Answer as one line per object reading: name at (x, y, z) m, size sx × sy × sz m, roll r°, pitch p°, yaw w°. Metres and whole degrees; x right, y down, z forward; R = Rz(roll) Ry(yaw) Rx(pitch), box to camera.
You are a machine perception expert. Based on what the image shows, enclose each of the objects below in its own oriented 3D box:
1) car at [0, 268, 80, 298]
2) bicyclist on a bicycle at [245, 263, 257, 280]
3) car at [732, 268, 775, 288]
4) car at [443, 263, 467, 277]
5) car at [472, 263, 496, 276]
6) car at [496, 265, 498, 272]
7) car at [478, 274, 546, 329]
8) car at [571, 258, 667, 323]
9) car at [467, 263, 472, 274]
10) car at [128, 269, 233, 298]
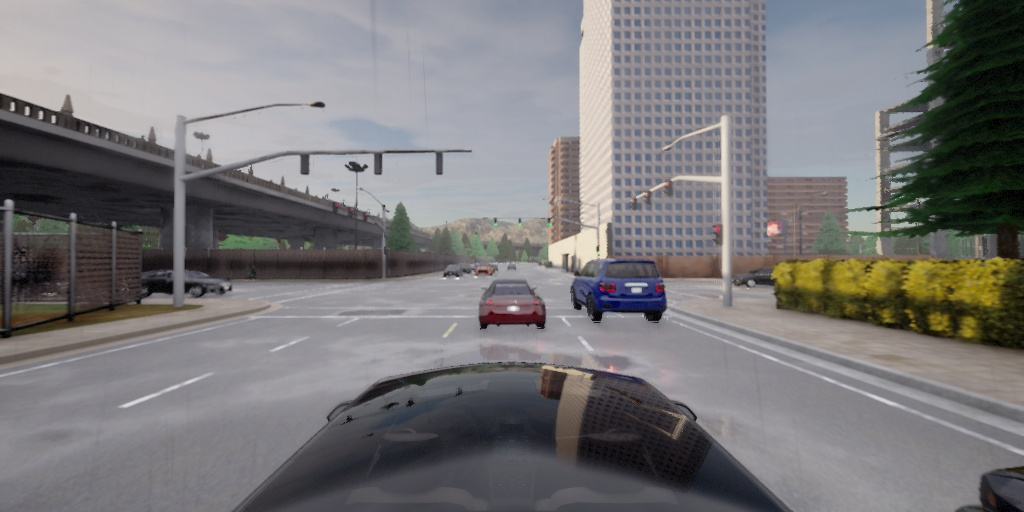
car at (-27.762, 1.536, 20.284) m, size 4.902 × 1.511 × 2.128 m, roll 0°, pitch -1°, yaw 0°
bicyclist on a bicycle at (-25.313, 1.533, 34.774) m, size 0.582 × 1.620 × 1.656 m, roll 0°, pitch 0°, yaw 0°
car at (19.295, 1.647, 27.604) m, size 4.892 × 1.490 × 1.837 m, roll 0°, pitch -1°, yaw 0°
car at (-7.113, 1.800, 43.815) m, size 1.837 × 1.490 × 4.892 m, roll 0°, pitch -1°, yaw 0°
car at (-3.608, 1.688, 46.961) m, size 2.097 × 1.767 × 4.553 m, roll 0°, pitch -1°, yaw 0°
car at (-3.608, 1.945, 56.030) m, size 2.128 × 1.511 × 4.902 m, roll 0°, pitch -1°, yaw 0°
car at (-0.073, 1.445, 11.845) m, size 1.994 × 1.385 × 4.181 m, roll 0°, pitch -1°, yaw -3°
car at (3.588, 1.125, 12.994) m, size 2.150 × 2.045 × 5.566 m, roll 0°, pitch -1°, yaw 0°
car at (-7.113, 1.762, 52.700) m, size 2.097 × 1.767 × 4.553 m, roll 0°, pitch -1°, yaw 0°
car at (-18.604, 1.537, 20.307) m, size 4.902 × 1.511 × 2.128 m, roll 0°, pitch -1°, yaw 0°
